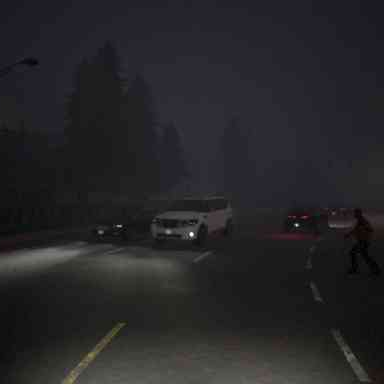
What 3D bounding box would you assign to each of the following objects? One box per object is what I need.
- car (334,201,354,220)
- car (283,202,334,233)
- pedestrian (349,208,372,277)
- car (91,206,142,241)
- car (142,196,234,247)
[{"bbox_3d":[12.604,1.525,28.430,1.812,1.442,4.674,0,0,34],"label":"car"},{"bbox_3d":[6.855,1.504,19.735,1.837,1.490,4.892,0,0,32],"label":"car"},{"bbox_3d":[4.471,1.294,8.846,0.375,1.860,0.375,0,0,17],"label":"pedestrian"},{"bbox_3d":[-2.972,1.491,16.776,2.128,1.511,4.902,0,0,25],"label":"car"},{"bbox_3d":[0.250,1.221,15.627,2.150,2.045,5.566,0,0,26],"label":"car"}]
